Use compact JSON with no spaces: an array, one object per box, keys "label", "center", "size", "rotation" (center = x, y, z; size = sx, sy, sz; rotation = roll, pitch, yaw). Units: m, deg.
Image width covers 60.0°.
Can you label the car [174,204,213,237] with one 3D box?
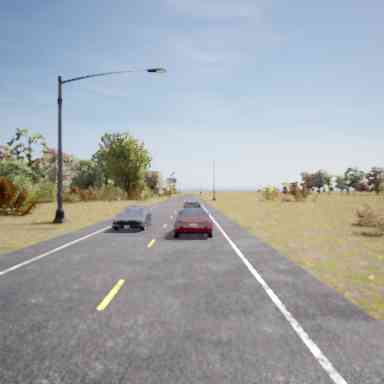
[{"label":"car","center":[0.072,1.548,18.093],"size":[1.994,1.385,4.181],"rotation":[0,0,0]}]

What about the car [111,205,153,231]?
[{"label":"car","center":[-3.533,1.532,20.710],"size":[2.033,1.411,5.357],"rotation":[0,0,0]}]

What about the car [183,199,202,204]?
[{"label":"car","center":[0.041,1.461,36.891],"size":[2.128,1.511,4.902],"rotation":[0,0,0]}]
